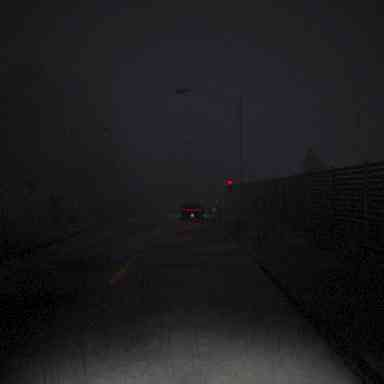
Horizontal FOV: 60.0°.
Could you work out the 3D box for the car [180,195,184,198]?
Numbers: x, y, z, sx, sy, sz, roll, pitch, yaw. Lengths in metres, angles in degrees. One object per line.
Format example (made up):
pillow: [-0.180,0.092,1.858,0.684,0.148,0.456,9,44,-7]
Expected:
car: [-4.374,1.020,84.860,2.097,1.767,4.553,0,0,-18]

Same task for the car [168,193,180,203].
car: [-3.974,1.519,69.073,1.882,1.535,5.008,0,0,0]

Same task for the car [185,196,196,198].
car: [0.021,1.581,81.294,2.033,1.411,5.357,0,0,-4]

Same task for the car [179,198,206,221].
car: [0.054,1.523,27.804,1.837,1.490,4.892,0,0,1]
